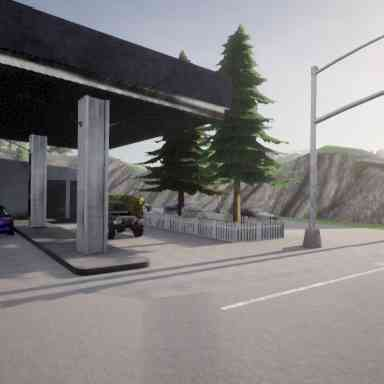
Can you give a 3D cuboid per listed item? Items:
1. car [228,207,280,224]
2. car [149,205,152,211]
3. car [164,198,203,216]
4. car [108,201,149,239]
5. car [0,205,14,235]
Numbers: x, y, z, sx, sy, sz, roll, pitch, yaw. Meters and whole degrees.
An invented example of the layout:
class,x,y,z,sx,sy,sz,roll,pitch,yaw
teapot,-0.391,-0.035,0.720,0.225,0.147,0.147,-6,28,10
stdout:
class,x,y,z,sx,sy,sz,roll,pitch,yaw
car,4.523,1.816,24.869,1.994,1.385,4.181,1,0,-35
car,-6.918,1.667,41.451,2.033,1.411,5.357,1,0,-35
car,-0.884,1.542,32.706,2.097,1.767,4.553,1,0,-35
car,-4.272,1.448,18.380,1.905,1.878,3.866,1,0,-35
car,-11.400,1.524,18.656,2.242,1.667,4.611,1,0,-35
